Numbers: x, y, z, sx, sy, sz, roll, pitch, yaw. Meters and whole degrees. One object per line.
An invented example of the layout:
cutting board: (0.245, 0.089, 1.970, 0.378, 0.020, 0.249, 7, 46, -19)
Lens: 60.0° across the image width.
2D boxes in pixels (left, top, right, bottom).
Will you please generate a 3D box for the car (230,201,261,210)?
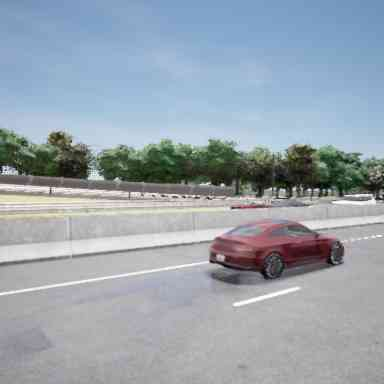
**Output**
car: (6.190, 1.641, 34.190, 4.718, 1.301, 1.895, 0, 0, -35)

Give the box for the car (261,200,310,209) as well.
car: (9.332, 1.520, 32.131, 5.008, 1.535, 1.882, 0, 0, -35)

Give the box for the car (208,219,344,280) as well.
car: (2.608, 1.534, 9.919, 4.674, 1.442, 1.812, 0, 0, -36)

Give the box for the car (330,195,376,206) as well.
car: (15.752, 1.277, 32.408, 5.566, 2.045, 2.150, 0, 0, -35)
